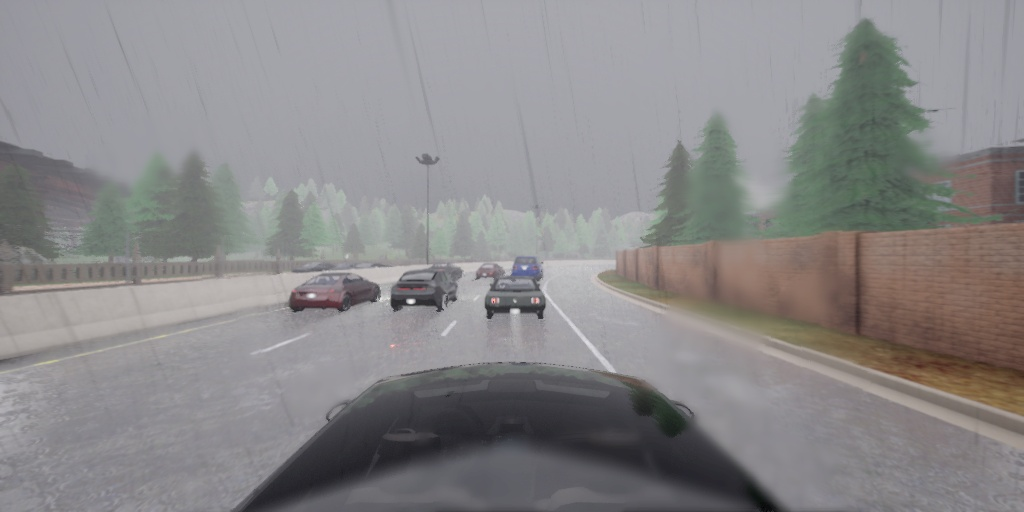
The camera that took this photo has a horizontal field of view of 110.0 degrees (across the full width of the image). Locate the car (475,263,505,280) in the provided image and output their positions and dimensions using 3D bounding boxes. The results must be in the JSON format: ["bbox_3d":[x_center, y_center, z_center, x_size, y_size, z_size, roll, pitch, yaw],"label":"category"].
[{"bbox_3d":[-1.831,1.336,31.348,1.812,1.442,4.674,0,0,10],"label":"car"}]

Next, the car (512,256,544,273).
[{"bbox_3d":[1.355,1.028,29.438,2.150,2.045,5.566,0,0,9],"label":"car"}]

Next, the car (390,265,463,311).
[{"bbox_3d":[-3.355,1.281,14.461,1.837,1.490,4.892,0,0,1],"label":"car"}]

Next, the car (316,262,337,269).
[{"bbox_3d":[-15.728,1.365,34.413,2.033,1.411,5.357,0,0,10],"label":"car"}]

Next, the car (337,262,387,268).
[{"bbox_3d":[-12.664,1.289,31.397,1.882,1.535,5.008,0,0,10],"label":"car"}]

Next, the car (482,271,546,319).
[{"bbox_3d":[0.116,1.374,12.965,1.895,1.301,4.718,0,0,0],"label":"car"}]

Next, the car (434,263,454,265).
[{"bbox_3d":[-5.547,1.300,30.281,2.128,1.511,4.902,0,0,9],"label":"car"}]

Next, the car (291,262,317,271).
[{"bbox_3d":[-19.113,1.297,34.962,1.882,1.535,5.008,0,0,11],"label":"car"}]

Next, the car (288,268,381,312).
[{"bbox_3d":[-6.853,1.340,14.321,1.994,1.385,4.181,0,0,1],"label":"car"}]
